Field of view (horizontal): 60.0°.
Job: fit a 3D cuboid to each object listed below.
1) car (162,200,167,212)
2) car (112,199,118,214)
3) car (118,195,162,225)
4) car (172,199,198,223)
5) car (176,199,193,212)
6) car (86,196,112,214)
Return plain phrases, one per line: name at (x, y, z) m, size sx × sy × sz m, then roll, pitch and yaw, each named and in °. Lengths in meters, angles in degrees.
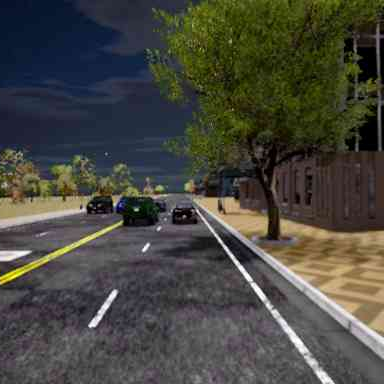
car at (-4.169, 1.687, 41.746) m, size 2.033 × 1.411 × 5.357 m, roll -1°, pitch 0°, yaw -1°
car at (-7.434, 1.405, 39.192) m, size 2.150 × 2.045 × 5.566 m, roll -1°, pitch 0°, yaw -1°
car at (-3.803, 1.323, 25.302) m, size 2.150 × 2.045 × 5.566 m, roll -1°, pitch 0°, yaw -1°
car at (-0.573, 1.551, 26.079) m, size 2.128 × 1.511 × 4.902 m, roll -1°, pitch 0°, yaw -1°
car at (-0.920, 1.643, 41.804) m, size 2.033 × 1.411 × 5.357 m, roll -1°, pitch 0°, yaw -1°
car at (-10.683, 1.448, 39.117) m, size 2.150 × 2.045 × 5.566 m, roll -1°, pitch 0°, yaw -1°
